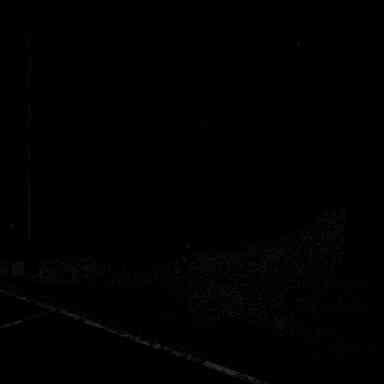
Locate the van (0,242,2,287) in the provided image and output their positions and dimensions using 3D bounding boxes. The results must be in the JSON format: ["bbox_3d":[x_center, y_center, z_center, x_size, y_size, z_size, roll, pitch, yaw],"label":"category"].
[{"bbox_3d":[-5.763,1.339,7.182,3.998,1.788,1.690,0,0,35],"label":"van"}]
